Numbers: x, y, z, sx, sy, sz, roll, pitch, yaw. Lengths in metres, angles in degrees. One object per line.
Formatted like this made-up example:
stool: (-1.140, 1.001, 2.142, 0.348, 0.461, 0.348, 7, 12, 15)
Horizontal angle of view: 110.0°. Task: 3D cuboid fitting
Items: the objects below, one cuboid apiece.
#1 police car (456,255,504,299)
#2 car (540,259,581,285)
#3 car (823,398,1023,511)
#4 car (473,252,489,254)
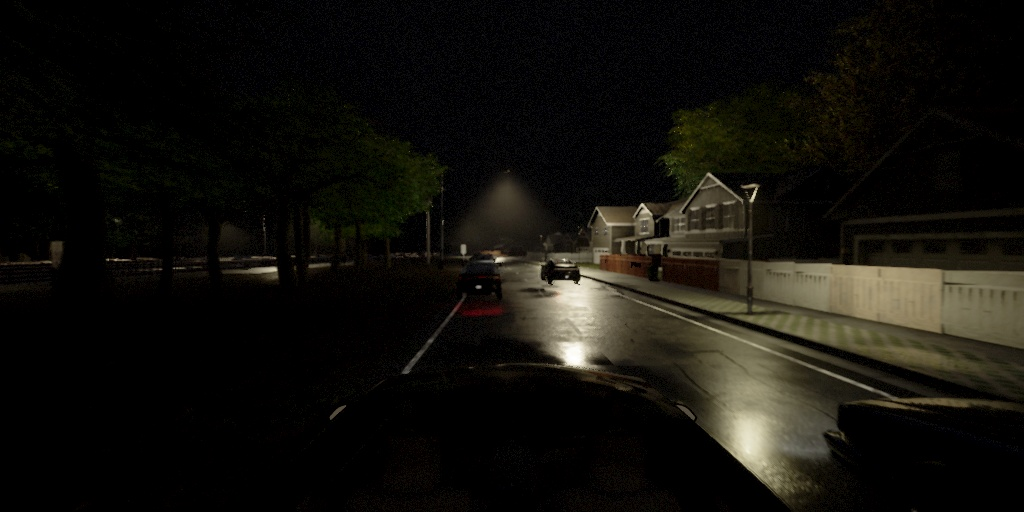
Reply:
police car: (-1.403, 0.950, 16.519, 1.930, 1.638, 5.238, 0, 1, -3)
car: (2.911, 0.912, 22.291, 2.128, 1.511, 4.902, 0, 1, -3)
car: (3.583, 1.311, 0.532, 2.033, 1.411, 5.357, 0, 1, 0)
car: (-2.439, 0.604, 32.371, 2.097, 1.767, 4.553, 0, 1, -5)
